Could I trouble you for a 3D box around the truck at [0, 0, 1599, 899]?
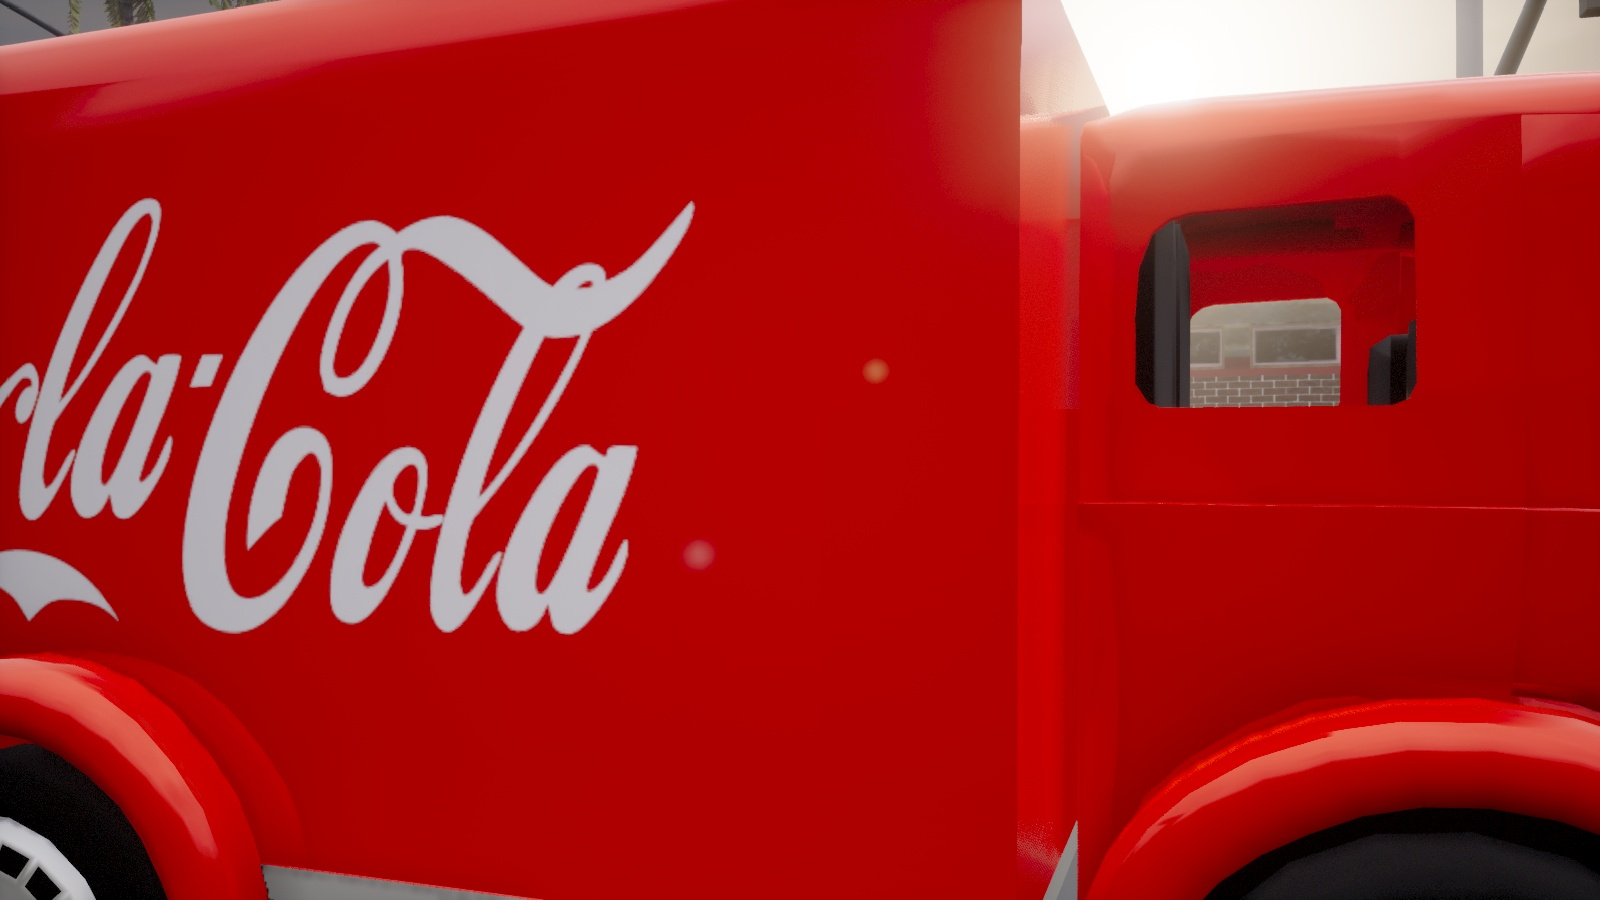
[{"bbox_3d":[-0.068,0.283,3.233,5.204,2.467,2.627,1,1,20],"label":"truck"}]
